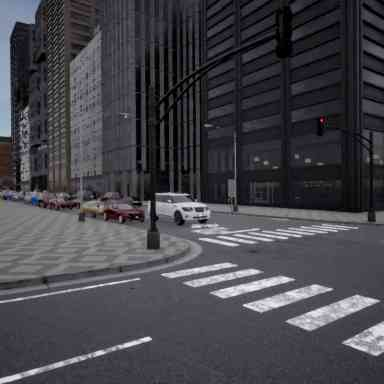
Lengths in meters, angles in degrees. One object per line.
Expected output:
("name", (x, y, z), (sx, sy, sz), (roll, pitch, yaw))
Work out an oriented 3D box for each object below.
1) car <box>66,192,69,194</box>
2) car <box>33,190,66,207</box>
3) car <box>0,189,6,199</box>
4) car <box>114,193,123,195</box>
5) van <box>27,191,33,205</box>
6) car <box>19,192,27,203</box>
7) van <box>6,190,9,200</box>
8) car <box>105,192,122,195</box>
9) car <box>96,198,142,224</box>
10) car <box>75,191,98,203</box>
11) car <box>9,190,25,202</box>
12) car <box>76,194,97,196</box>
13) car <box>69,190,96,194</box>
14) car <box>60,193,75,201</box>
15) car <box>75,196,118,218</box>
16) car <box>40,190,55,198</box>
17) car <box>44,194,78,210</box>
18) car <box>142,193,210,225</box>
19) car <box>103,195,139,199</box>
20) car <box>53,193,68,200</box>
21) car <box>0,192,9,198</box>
("car", (-21.904, 0.828, 57.301), (2.097, 1.767, 4.553), (-1, 1, -36))
("car", (-18.197, 0.993, 42.228), (2.192, 1.841, 5.009), (0, 1, -36))
("car", (-38.011, 0.661, 69.546), (2.192, 1.841, 5.009), (0, 1, -36))
("car", (-7.993, 1.198, 42.680), (1.947, 1.339, 4.313), (0, 1, -36))
("van", (-21.499, 0.967, 46.782), (1.690, 1.788, 3.998), (0, 1, -36))
("car", (-24.803, 1.123, 51.336), (2.008, 1.369, 4.403), (0, 1, -36))
("van", (-34.708, 0.744, 64.993), (1.690, 1.788, 3.998), (0, 1, -36))
("car", (-11.294, 0.897, 47.231), (2.192, 1.841, 5.009), (0, 1, -36))
("car", (-4.987, 1.415, 24.017), (1.887, 1.381, 4.507), (0, 1, -36))
("car", (-17.898, 0.791, 56.337), (2.192, 1.841, 5.009), (0, 1, -36))
("car", (-31.407, 0.901, 60.441), (1.967, 1.590, 4.097), (0, 1, -36))
("car", (-12.979, 1.257, 39.748), (1.994, 1.385, 4.181), (-1, 1, -35))
("car", (-15.724, 0.797, 48.847), (2.150, 2.045, 5.566), (-1, 1, -38))
("car", (-24.504, 0.946, 65.445), (1.802, 1.307, 4.206), (0, 1, -36))
("car", (-8.190, 1.352, 28.432), (1.752, 1.417, 4.829), (0, 1, -36))
("car", (-34.410, 0.506, 79.100), (2.192, 1.841, 5.009), (0, 1, -36))
("car", (-14.895, 1.274, 37.676), (1.887, 1.381, 4.507), (0, 1, -36))
("car", (-1.078, 1.084, 23.303), (2.150, 2.045, 5.566), (-1, 1, -36))
("car", (-7.088, 1.327, 31.601), (2.033, 1.411, 5.357), (-1, 1, -35))
("car", (-27.806, 0.851, 69.997), (1.887, 1.381, 4.507), (0, 1, -36))
("car", (-44.617, 0.774, 78.653), (1.887, 1.381, 4.507), (0, 1, -36))
